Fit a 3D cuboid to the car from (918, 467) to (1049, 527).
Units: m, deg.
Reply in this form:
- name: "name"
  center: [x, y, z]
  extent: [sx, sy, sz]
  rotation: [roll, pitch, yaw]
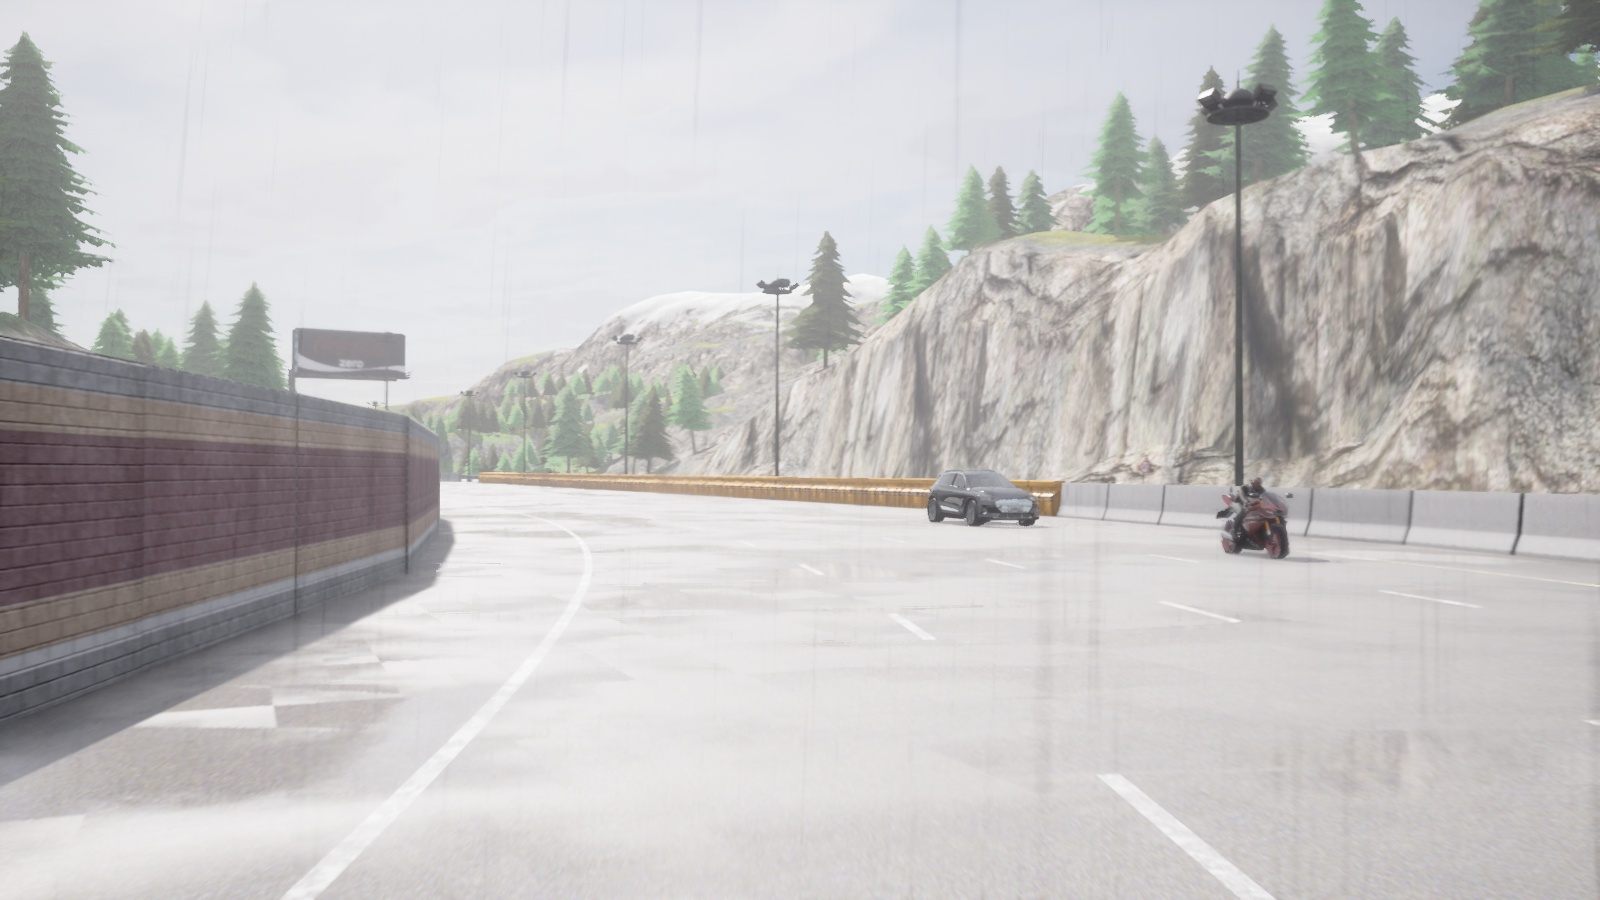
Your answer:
- name: "car"
  center: [5.341, 1.347, 37.347]
  extent: [2.033, 1.649, 4.856]
  rotation: [0, -1, -16]

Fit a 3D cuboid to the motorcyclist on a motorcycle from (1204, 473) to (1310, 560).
- name: "motorcyclist on a motorcycle"
  center: [8.473, 1.205, 23.397]
  extent: [0.866, 1.530, 2.191]
  rotation: [0, -1, -10]
